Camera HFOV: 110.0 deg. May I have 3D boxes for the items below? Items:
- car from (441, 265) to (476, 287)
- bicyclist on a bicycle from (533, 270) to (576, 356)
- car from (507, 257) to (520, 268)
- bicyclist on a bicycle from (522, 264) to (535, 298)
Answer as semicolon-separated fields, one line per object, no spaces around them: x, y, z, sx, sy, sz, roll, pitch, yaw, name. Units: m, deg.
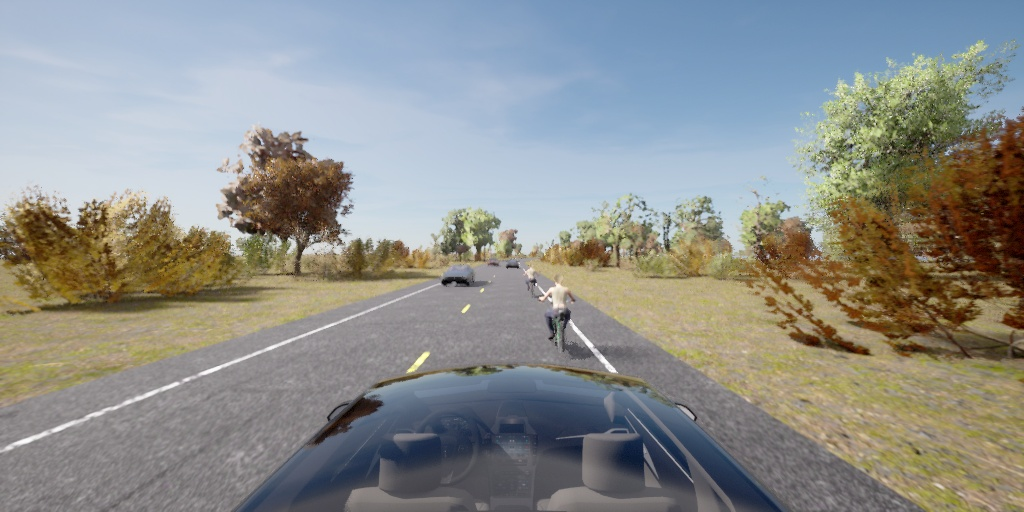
-3.600;1.316;25.053;2.033;1.411;5.357;0;0;0;car
0.983;1.193;7.667;0.866;1.612;1.509;0;0;0;bicyclist on a bicycle
0.098;1.324;59.289;1.994;1.385;4.181;0;0;0;car
0.940;1.200;17.545;0.866;1.612;1.509;0;0;0;bicyclist on a bicycle
